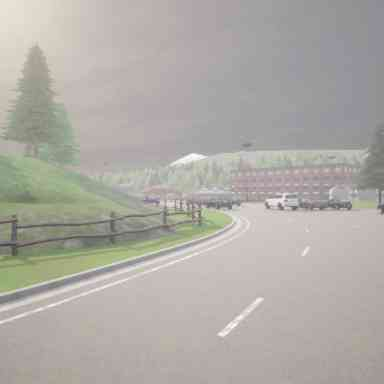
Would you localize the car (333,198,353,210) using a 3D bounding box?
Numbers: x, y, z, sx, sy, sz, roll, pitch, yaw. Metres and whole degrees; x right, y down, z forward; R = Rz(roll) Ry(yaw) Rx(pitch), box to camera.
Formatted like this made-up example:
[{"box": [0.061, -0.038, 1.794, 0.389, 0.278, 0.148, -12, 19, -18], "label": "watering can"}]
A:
[{"box": [18.556, 1.526, 42.697, 1.812, 1.442, 4.674, 0, 0, -13], "label": "car"}]

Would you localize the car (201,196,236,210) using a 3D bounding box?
[{"box": [3.410, 1.352, 43.786, 2.097, 1.767, 4.553, 0, 0, -23], "label": "car"}]

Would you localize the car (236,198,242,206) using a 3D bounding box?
[{"box": [6.074, 1.526, 53.950, 1.812, 1.442, 4.674, 0, 0, -34], "label": "car"}]

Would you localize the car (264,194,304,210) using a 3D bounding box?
[{"box": [11.270, 1.221, 42.209, 2.150, 2.045, 5.566, 0, 0, -16], "label": "car"}]

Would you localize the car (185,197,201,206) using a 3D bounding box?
[{"box": [0.655, 1.564, 55.561, 1.994, 1.385, 4.181, 0, 0, -37], "label": "car"}]

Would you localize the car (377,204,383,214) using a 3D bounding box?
[{"box": [20.147, 1.478, 32.379, 1.882, 1.535, 5.008, 0, 0, -2], "label": "car"}]

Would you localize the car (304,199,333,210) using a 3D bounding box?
[{"box": [15.077, 1.547, 42.750, 2.033, 1.411, 5.357, 0, 0, -17], "label": "car"}]

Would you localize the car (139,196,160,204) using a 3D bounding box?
[{"box": [-7.766, 1.478, 60.270, 1.882, 1.535, 5.008, 0, 0, -42], "label": "car"}]
